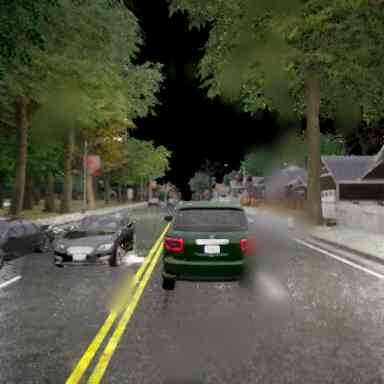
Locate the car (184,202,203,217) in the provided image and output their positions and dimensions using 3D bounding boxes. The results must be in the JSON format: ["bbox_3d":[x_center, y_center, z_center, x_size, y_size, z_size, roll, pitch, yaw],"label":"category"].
[{"bbox_3d":[0.121,1.788,34.895,1.895,1.301,4.718,0,0,-1],"label":"car"}]

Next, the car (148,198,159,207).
[{"bbox_3d":[-6.737,1.844,59.356,1.882,1.535,5.008,0,-1,0],"label":"car"}]

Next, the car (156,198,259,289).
[{"bbox_3d":[0.381,1.260,9.396,2.150,2.045,5.566,0,0,-1],"label":"car"}]

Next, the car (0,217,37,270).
[{"bbox_3d":[-6.338,1.565,10.978,2.033,1.411,5.357,0,0,-1],"label":"car"}]

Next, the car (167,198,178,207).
[{"bbox_3d":[-3.489,1.894,59.834,1.837,1.490,4.892,0,-1,0],"label":"car"}]

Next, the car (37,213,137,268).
[{"bbox_3d":[-3.093,1.525,11.506,2.128,1.511,4.902,0,0,-1],"label":"car"}]
